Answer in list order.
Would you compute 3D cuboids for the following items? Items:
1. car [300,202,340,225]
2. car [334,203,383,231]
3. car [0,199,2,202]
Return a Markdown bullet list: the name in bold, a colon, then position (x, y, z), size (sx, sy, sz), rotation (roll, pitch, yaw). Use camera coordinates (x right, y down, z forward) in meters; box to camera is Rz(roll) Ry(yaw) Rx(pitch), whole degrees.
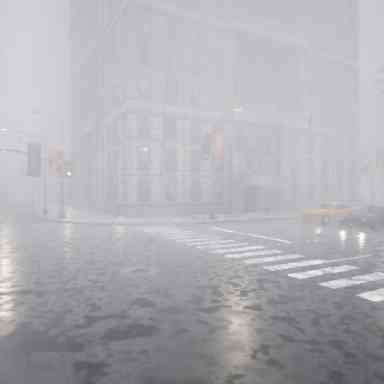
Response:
- **car**: position (10.041, 1.477, 24.001), size (5.008, 1.535, 1.882), rotation (0, 0, -29)
- **car**: position (11.729, 1.547, 20.940), size (5.357, 1.411, 2.033), rotation (0, 0, -29)
- **car**: position (-38.848, 1.593, 63.079), size (4.718, 1.301, 1.895), rotation (0, 0, -38)
